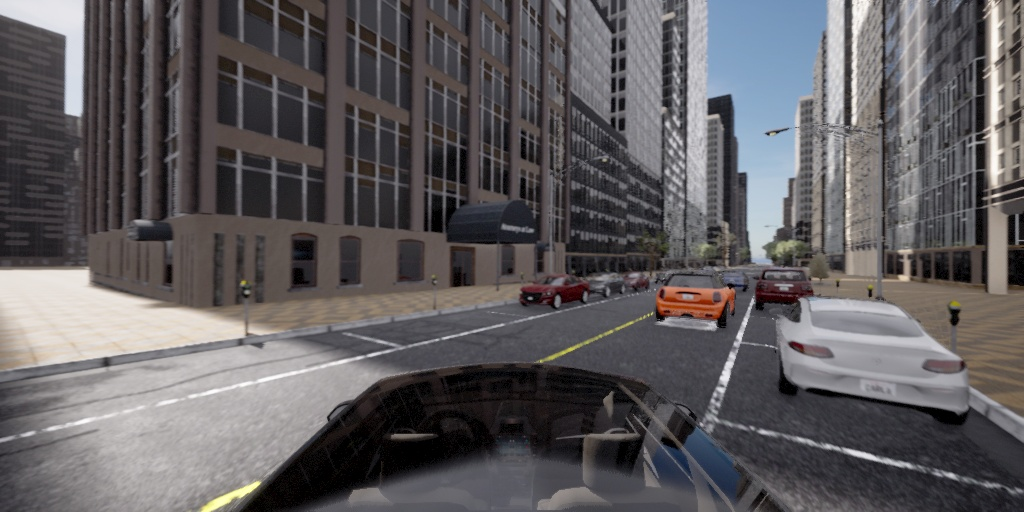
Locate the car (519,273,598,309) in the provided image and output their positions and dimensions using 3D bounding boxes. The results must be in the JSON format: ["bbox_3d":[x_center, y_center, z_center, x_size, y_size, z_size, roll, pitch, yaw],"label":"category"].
[{"bbox_3d":[2.032,1.508,16.345,1.888,1.381,4.507,0,0,35],"label":"car"}]

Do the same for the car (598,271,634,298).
[{"bbox_3d":[5.310,1.620,20.987,2.007,1.370,4.403,0,0,35],"label":"car"}]

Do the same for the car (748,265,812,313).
[{"bbox_3d":[12.155,1.425,16.151,2.192,1.841,5.009,0,0,35],"label":"car"}]

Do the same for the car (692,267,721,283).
[{"bbox_3d":[20.829,2.007,38.343,2.128,1.511,4.902,0,-1,36],"label":"car"}]

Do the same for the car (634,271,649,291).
[{"bbox_3d":[8.589,1.758,25.628,1.802,1.307,4.207,0,0,35],"label":"car"}]

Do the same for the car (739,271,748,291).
[{"bbox_3d":[17.246,1.878,27.838,2.033,1.411,5.357,0,-1,35],"label":"car"}]

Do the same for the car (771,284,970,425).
[{"bbox_3d":[5.606,1.413,6.078,1.812,1.442,4.674,0,-1,35],"label":"car"}]

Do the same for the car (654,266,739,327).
[{"bbox_3d":[6.742,1.342,12.965,2.097,1.767,4.553,0,-1,35],"label":"car"}]
